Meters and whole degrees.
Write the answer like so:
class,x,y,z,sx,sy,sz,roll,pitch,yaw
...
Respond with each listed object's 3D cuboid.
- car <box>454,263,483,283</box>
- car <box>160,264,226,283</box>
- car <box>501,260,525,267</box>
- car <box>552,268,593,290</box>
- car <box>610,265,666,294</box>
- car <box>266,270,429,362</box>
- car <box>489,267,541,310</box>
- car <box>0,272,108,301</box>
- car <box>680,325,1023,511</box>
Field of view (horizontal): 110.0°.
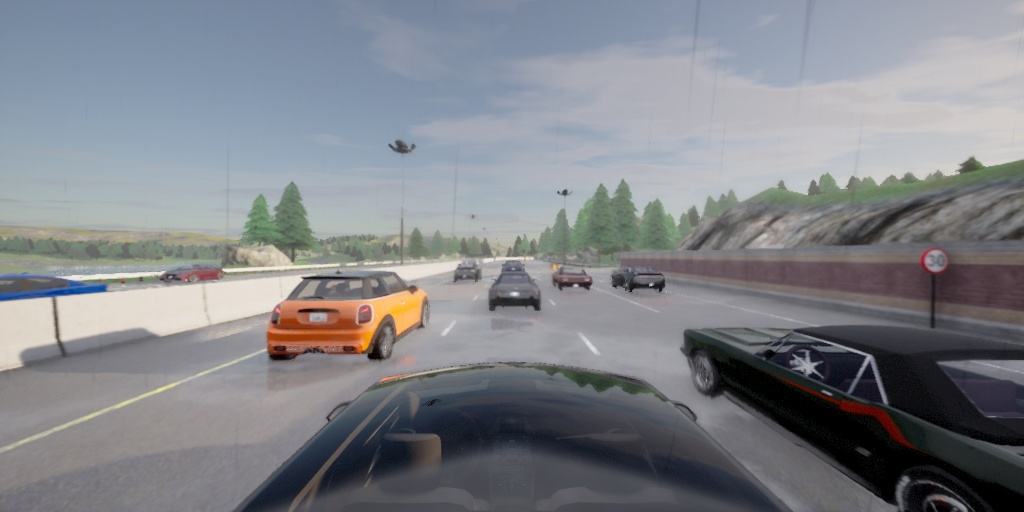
class,x,y,z,sx,sy,sz,roll,pitch,yaw
car,-3.394,1.266,28.249,2.128,1.511,4.902,0,0,0
car,-24.496,1.339,27.717,1.994,1.385,4.181,0,0,0
car,0.106,1.129,32.750,2.097,1.767,4.553,0,0,0
car,3.605,1.370,22.351,1.895,1.301,4.718,0,0,0
car,7.103,1.260,20.690,2.128,1.511,4.902,0,0,0
car,-3.394,1.107,8.409,2.097,1.767,4.553,0,0,0
car,0.103,1.326,14.756,1.994,1.385,4.181,0,0,0
car,-14.095,1.232,9.566,1.882,1.535,5.008,0,0,0
car,3.603,1.353,3.590,1.895,1.301,4.718,0,0,0
